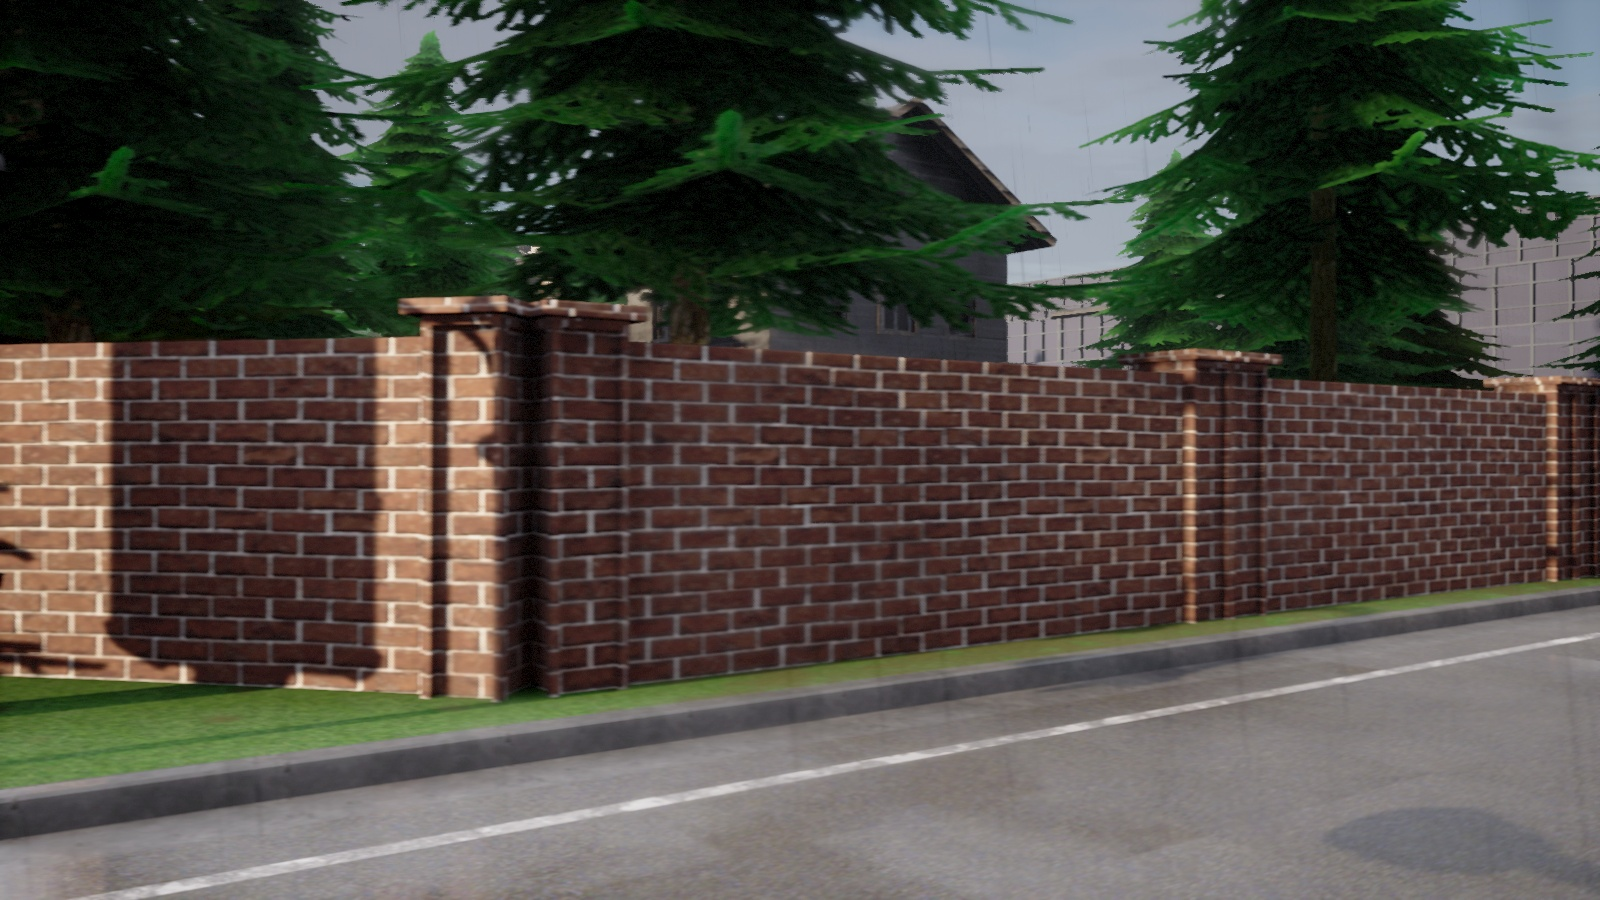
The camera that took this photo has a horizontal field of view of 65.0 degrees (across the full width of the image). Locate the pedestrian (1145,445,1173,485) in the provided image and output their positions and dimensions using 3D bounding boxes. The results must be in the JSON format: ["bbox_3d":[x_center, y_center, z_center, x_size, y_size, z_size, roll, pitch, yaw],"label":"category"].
[{"bbox_3d":[16.519,0.689,57.805,0.874,1.855,0.900,0,0,-44],"label":"pedestrian"}]
